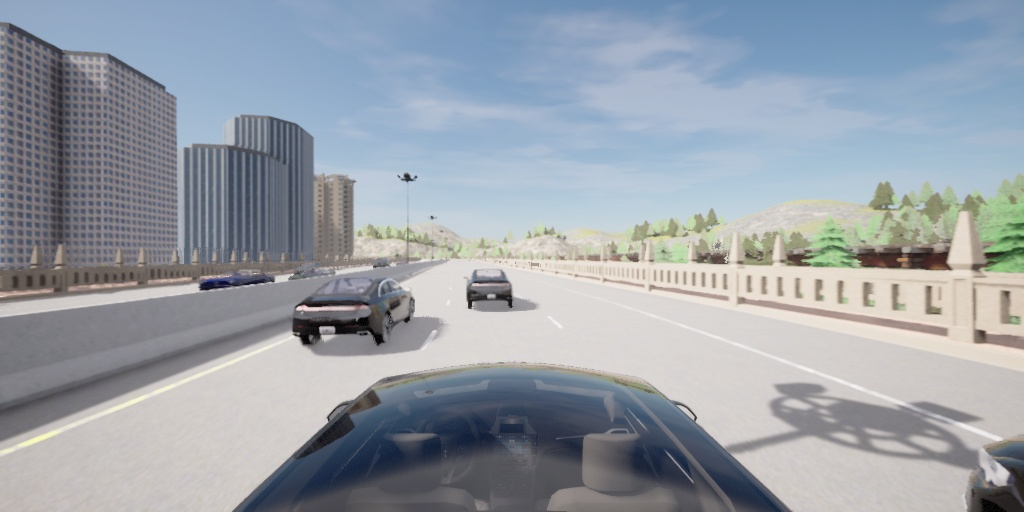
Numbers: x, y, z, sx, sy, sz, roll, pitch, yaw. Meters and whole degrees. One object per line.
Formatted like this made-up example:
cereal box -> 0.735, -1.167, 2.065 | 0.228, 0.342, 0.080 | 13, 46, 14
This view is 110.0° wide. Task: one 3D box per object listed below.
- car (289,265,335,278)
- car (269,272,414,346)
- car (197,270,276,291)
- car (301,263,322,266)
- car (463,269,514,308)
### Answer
car -> -13.087, 1.497, 24.110 | 1.895, 1.301, 4.718 | 0, 0, -9
car -> -3.905, 1.289, 9.621 | 2.128, 1.511, 4.902 | 0, 0, -5
car -> -16.189, 1.505, 21.367 | 1.895, 1.301, 4.718 | 0, 0, -9
car -> -22.845, 1.510, 40.671 | 1.837, 1.490, 4.892 | 0, -1, -9
car -> -1.065, 1.293, 15.651 | 2.128, 1.511, 4.902 | 0, 0, -7
